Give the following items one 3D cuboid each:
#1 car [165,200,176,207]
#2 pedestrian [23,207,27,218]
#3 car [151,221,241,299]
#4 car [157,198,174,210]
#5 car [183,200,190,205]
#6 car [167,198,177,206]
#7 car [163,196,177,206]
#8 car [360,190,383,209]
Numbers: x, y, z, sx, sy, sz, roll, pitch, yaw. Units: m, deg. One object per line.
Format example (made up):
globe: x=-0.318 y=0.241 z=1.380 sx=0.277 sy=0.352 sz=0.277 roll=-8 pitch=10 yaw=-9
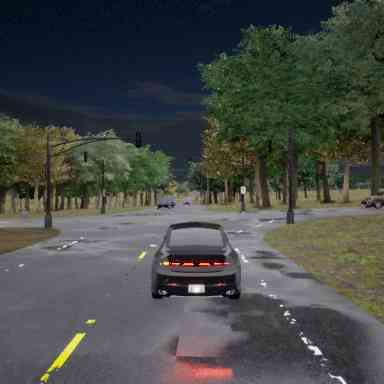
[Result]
car: x=-4.543 y=2.316 z=70.342 sx=2.033 sy=1.411 sz=5.357 roll=0 pitch=-1 yaw=-1
pedestrian: x=-18.098 y=2.203 z=36.061 sx=0.375 sy=1.300 sz=0.375 roll=0 pitch=1 yaw=2
car: x=0.086 y=1.508 z=8.464 sx=1.837 sy=1.490 sz=4.892 roll=0 pitch=0 yaw=0
car: x=-4.181 y=2.007 z=50.209 sx=1.895 sy=1.301 sz=4.718 roll=0 pitch=-1 yaw=-1
car: x=-1.516 y=2.968 z=91.158 sx=1.895 sy=1.301 sz=4.718 roll=0 pitch=-2 yaw=-1
car: x=-4.777 y=2.392 z=80.633 sx=2.097 sy=1.767 sz=4.553 roll=0 pitch=-2 yaw=-1
car: x=-4.382 y=1.801 z=60.075 sx=2.150 sy=2.045 sz=5.566 roll=0 pitch=-1 yaw=-2
car: x=18.130 y=0.590 z=30.812 sx=4.553 sy=1.767 sz=2.097 roll=-2 pitch=-1 yaw=2
